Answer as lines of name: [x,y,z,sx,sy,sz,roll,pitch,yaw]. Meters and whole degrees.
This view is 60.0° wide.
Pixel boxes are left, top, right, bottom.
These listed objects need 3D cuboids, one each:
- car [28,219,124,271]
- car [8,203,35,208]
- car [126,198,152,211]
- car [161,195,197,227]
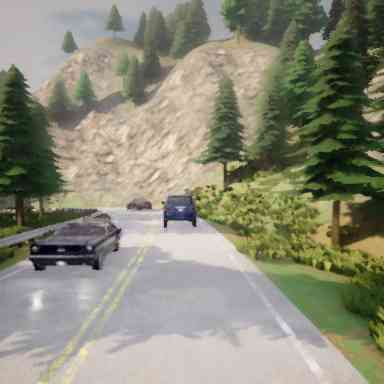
car: [-3.576,1.604,11.083,1.895,1.301,4.718,0,0,-2]
car: [-26.332,2.439,51.494,4.892,1.490,1.837,-3,3,27]
car: [-6.559,1.518,40.956,1.812,1.442,4.674,-3,1,-34]
car: [-0.922,1.198,23.036,2.150,2.045,5.566,0,0,-5]
